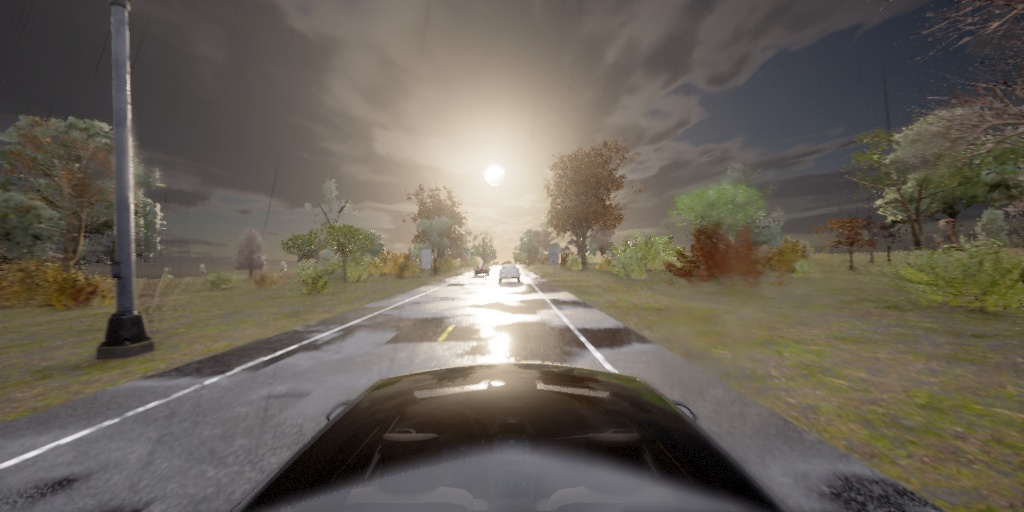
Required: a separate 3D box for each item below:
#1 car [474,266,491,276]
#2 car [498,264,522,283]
[{"bbox_3d":[-3.823,1.898,46.803,1.895,1.301,4.718,-2,-1,0],"label":"car"},{"bbox_3d":[-0.210,1.522,31.749,1.812,1.442,4.674,-2,0,0],"label":"car"}]
